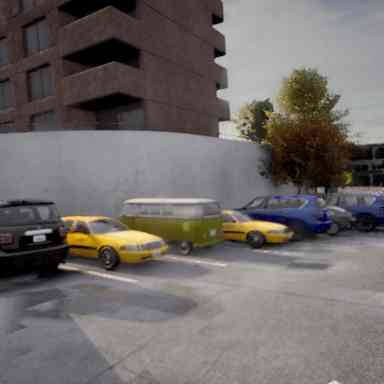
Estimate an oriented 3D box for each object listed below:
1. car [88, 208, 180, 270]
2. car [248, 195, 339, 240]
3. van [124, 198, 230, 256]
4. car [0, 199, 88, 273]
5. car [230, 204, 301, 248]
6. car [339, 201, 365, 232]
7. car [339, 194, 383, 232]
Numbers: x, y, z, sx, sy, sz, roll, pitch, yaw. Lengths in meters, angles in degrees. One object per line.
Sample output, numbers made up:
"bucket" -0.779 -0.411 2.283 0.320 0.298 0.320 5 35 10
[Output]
"car" -3.214 1.468 11.066 5.366 1.575 1.946 -1 -1 35
"car" 3.909 1.188 16.425 5.566 2.045 2.435 -1 0 34
"van" -1.033 1.235 12.982 4.442 1.987 1.878 -1 0 34
"car" -5.829 1.244 9.445 5.566 2.045 2.435 -1 0 35
"car" 1.656 1.442 14.560 5.366 1.575 1.946 -1 -1 34
"car" 6.385 1.430 18.147 4.892 1.521 2.231 -1 0 35
"car" 8.822 1.168 19.901 5.566 2.045 2.435 -1 0 35
